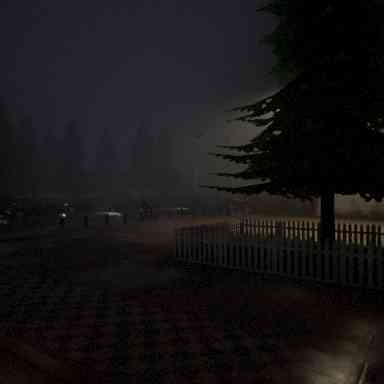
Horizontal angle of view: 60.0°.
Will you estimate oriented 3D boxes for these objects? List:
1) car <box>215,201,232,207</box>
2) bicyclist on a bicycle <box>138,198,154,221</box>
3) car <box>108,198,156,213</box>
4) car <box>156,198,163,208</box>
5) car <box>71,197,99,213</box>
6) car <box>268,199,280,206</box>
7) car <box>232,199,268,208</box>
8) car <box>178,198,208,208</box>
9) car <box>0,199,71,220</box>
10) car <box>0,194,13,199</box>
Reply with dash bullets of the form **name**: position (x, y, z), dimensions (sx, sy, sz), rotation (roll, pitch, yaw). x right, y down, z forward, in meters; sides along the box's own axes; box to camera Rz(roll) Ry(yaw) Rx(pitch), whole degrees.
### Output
- **car**: position (5.147, 1.561, 48.961), dimensions (1.994, 1.385, 4.181), rotation (0, 0, 35)
- **bicyclist on a bicycle**: position (-3.385, 1.300, 24.388), dimensions (1.656, 1.620, 0.582), rotation (0, 0, 36)
- **car**: position (-7.017, 1.545, 38.206), dimensions (2.033, 1.411, 5.357), rotation (0, 0, 35)
- **car**: position (-5.896, 1.522, 45.789), dimensions (1.812, 1.442, 4.674), rotation (0, 0, 36)
- **car**: position (-12.570, 1.349, 36.448), dimensions (2.097, 1.767, 4.553), rotation (0, 0, 36)
- **car**: position (14.328, 1.545, 55.741), dimensions (2.033, 1.411, 5.357), rotation (0, 0, 36)
- **car**: position (8.414, 1.219, 47.443), dimensions (2.150, 2.045, 5.566), rotation (0, 0, 36)
- **car**: position (0.198, 1.544, 48.264), dimensions (2.033, 1.411, 5.357), rotation (0, 0, 36)
- **car**: position (-13.687, 1.545, 28.861), dimensions (2.033, 1.411, 5.357), rotation (0, 0, 35)
- **car**: position (-18.174, 1.219, 28.597), dimensions (2.150, 2.045, 5.566), rotation (0, 0, 35)
